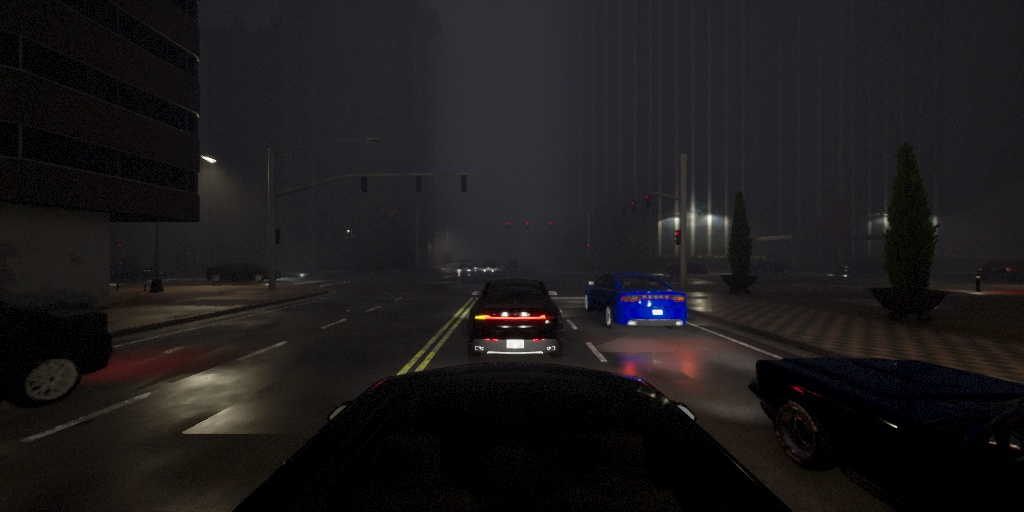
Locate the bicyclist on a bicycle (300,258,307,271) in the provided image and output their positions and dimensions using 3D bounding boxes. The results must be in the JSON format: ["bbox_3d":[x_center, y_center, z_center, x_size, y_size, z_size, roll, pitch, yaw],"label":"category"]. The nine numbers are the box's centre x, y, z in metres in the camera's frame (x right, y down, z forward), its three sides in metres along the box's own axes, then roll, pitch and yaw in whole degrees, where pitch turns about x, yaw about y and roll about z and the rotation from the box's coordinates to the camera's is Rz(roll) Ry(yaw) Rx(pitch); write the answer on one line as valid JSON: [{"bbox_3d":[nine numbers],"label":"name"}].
[{"bbox_3d":[-26.419,1.051,45.426,0.582,1.620,1.656,0,0,-1],"label":"bicyclist on a bicycle"}]

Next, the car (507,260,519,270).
[{"bbox_3d":[0.133,1.297,54.150,2.033,1.411,5.357,0,0,0],"label":"car"}]

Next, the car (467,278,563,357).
[{"bbox_3d":[0.062,1.255,8.549,1.837,1.490,4.892,0,0,0],"label":"car"}]

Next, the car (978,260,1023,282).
[{"bbox_3d":[39.818,1.102,28.110,4.553,1.767,2.097,0,0,-1],"label":"car"}]

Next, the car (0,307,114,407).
[{"bbox_3d":[-7.096,1.227,3.374,1.882,1.535,5.008,0,0,0],"label":"car"}]

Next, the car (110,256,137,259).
[{"bbox_3d":[-42.679,0.971,37.953,5.566,2.045,2.150,0,0,1],"label":"car"}]

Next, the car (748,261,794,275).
[{"bbox_3d":[27.559,1.255,38.686,4.892,1.490,1.837,0,0,-1],"label":"car"}]

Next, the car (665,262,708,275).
[{"bbox_3d":[18.707,1.314,38.597,4.181,1.385,1.994,0,0,-1],"label":"car"}]

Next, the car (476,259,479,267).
[{"bbox_3d":[-7.060,1.255,64.541,1.837,1.490,4.892,0,0,0],"label":"car"}]

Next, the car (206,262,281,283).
[{"bbox_3d":[-20.499,1.228,27.507,5.008,1.535,1.882,0,0,-2],"label":"car"}]

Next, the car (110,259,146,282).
[{"bbox_3d":[-31.654,1.228,27.411,5.008,1.535,1.882,0,0,0],"label":"car"}]

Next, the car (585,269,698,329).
[{"bbox_3d":[3.575,1.228,11.237,1.882,1.535,5.008,0,0,0],"label":"car"}]

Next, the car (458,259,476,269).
[{"bbox_3d":[-7.089,1.276,55.284,1.812,1.442,4.674,0,0,0],"label":"car"}]

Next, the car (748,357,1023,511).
[{"bbox_3d":[3.601,1.351,1.892,1.895,1.301,4.718,0,0,0],"label":"car"}]

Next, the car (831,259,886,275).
[{"bbox_3d":[37.392,1.102,38.774,4.553,1.767,2.097,0,0,0],"label":"car"}]

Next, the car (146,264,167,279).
[{"bbox_3d":[-32.638,1.239,30.892,4.902,1.511,2.128,0,0,0],"label":"car"}]

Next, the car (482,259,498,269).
[{"bbox_3d":[-3.589,1.314,57.154,1.994,1.385,4.181,0,0,0],"label":"car"}]
